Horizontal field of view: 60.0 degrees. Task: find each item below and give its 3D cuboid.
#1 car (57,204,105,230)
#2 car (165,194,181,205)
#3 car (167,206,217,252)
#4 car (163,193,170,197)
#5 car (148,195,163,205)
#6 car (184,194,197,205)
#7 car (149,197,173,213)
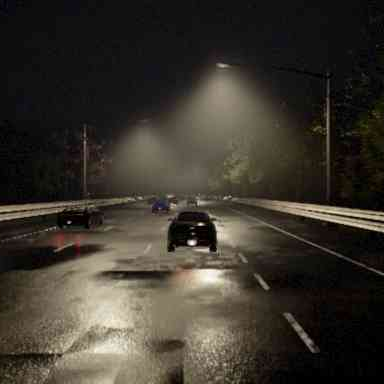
[{"bbox_3d":[-6.997,1.525,21.411,2.128,1.511,4.902,0,0,0],"label":"car"},{"bbox_3d":[-3.491,1.631,61.846,1.812,1.442,4.674,0,0,0],"label":"car"},{"bbox_3d":[0.002,1.528,14.082,1.837,1.490,4.892,0,0,0],"label":"car"},{"bbox_3d":[-6.987,1.497,79.552,2.097,1.767,4.553,0,0,0],"label":"car"},{"bbox_3d":[-6.990,1.612,61.900,1.837,1.490,4.892,0,0,0],"label":"car"},{"bbox_3d":[0.010,1.652,61.755,2.033,1.411,5.357,0,0,0],"label":"car"},{"bbox_3d":[-3.494,1.588,38.449,1.812,1.442,4.674,0,0,0],"label":"car"}]
